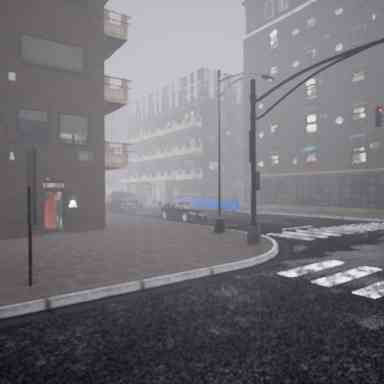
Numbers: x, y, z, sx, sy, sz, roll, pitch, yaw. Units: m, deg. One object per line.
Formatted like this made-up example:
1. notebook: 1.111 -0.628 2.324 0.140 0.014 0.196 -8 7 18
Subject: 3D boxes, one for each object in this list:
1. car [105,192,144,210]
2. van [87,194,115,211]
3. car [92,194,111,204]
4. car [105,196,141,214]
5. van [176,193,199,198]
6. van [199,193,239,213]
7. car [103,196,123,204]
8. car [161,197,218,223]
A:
1. car: -7.417 0.971 37.225 2.150 2.045 5.566 0 0 -35
2. van: -10.079 1.110 36.735 1.690 1.788 3.998 -1 0 -35
3. car: -16.281 1.187 59.635 1.967 1.590 4.097 -1 0 -35
4. car: -6.904 1.342 32.129 1.802 1.307 4.206 -1 0 -35
5. van: -0.416 1.048 36.598 1.690 1.788 3.998 -1 0 -35
6. van: 2.757 1.039 31.990 1.690 1.788 3.998 -1 0 -35
7. car: -13.106 1.321 55.028 1.802 1.307 4.206 -1 0 -35
8. car: -0.558 1.293 22.914 2.008 1.369 4.403 -1 0 -35
